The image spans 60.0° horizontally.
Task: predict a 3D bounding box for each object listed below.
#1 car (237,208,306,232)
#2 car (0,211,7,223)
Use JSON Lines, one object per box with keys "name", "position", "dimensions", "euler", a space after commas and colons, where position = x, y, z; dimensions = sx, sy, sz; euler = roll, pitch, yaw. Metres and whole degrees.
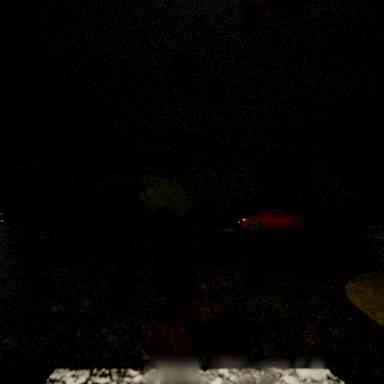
{"name": "car", "position": [5.019, 1.746, 21.223], "dimensions": [4.181, 1.385, 1.994], "euler": [0, 0, -2]}
{"name": "car", "position": [-14.242, 1.587, 20.722], "dimensions": [4.902, 1.511, 2.128], "euler": [0, 0, -2]}
